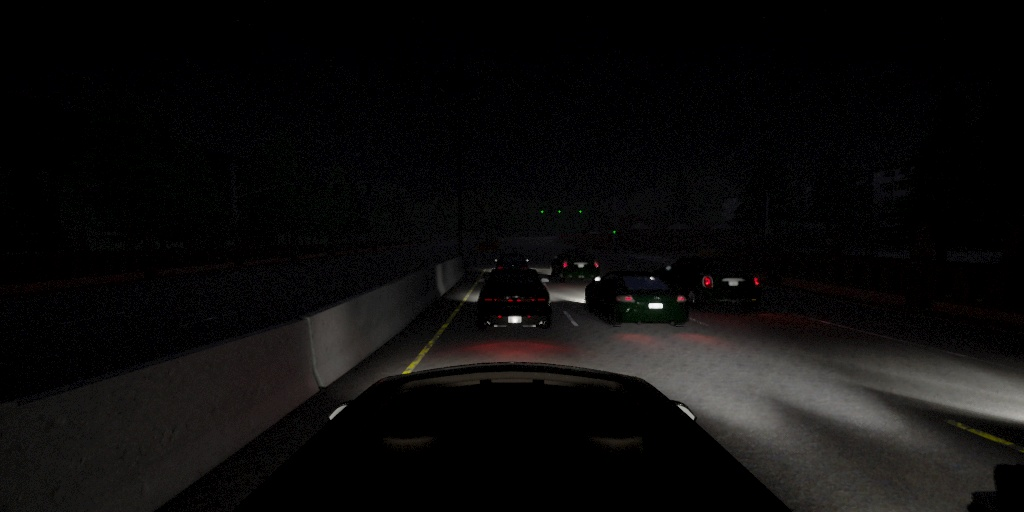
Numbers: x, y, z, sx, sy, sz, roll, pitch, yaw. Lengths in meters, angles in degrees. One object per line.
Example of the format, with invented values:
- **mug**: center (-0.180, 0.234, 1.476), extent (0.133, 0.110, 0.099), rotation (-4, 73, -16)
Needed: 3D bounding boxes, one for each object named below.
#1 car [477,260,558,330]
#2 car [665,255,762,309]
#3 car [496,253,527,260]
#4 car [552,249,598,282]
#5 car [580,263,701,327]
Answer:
- **car**: center (0.053, 1.080, 10.495), extent (1.837, 1.490, 4.892), rotation (0, 2, 0)
- **car**: center (7.034, 0.786, 13.524), extent (2.097, 1.767, 4.553), rotation (0, 3, 0)
- **car**: center (-0.012, 0.543, 20.923), extent (2.033, 1.411, 5.357), rotation (0, 4, 0)
- **car**: center (3.491, 0.385, 20.295), extent (2.097, 1.767, 4.553), rotation (0, 3, 0)
- **car**: center (3.551, 1.124, 10.879), extent (1.994, 1.385, 4.181), rotation (0, 2, 0)
